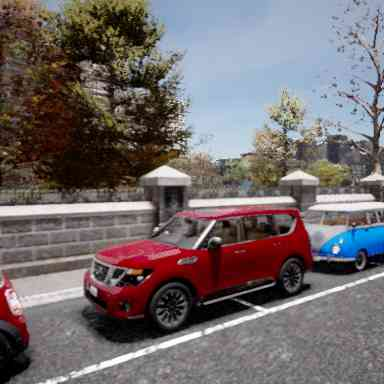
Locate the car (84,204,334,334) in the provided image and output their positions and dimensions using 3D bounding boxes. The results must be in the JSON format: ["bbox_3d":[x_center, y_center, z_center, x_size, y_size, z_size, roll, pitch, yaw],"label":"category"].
[{"bbox_3d":[0.442,1.268,6.887,5.009,1.841,2.192,-1,0,-36],"label":"car"}]

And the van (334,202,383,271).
[{"bbox_3d":[5.019,1.230,10.168,3.998,1.788,1.690,-1,0,-36],"label":"van"}]

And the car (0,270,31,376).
[{"bbox_3d":[-4.132,1.456,3.607,4.097,1.590,1.967,-1,0,-36],"label":"car"}]
